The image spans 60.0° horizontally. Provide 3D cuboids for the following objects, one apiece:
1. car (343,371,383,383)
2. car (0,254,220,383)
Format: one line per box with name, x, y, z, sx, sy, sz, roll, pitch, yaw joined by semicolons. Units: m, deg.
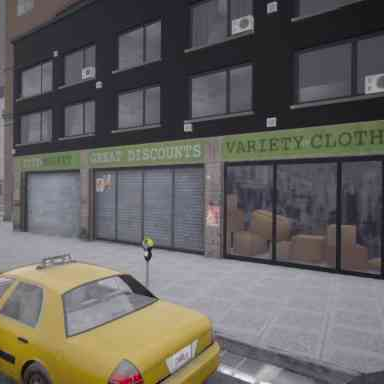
car;2.716;1.551;1.156;4.403;1.369;2.008;0;1;35
car;-1.975;1.524;4.491;4.829;1.417;1.752;0;1;35
